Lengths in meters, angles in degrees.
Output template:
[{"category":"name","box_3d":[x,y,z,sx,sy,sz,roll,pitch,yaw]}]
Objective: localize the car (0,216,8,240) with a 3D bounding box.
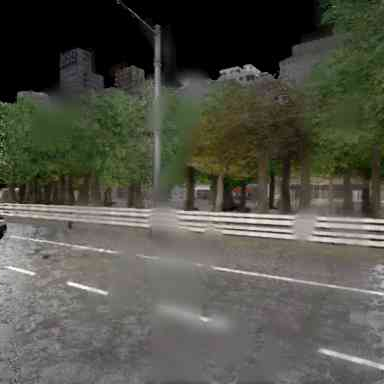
[{"category":"car","box_3d":[-10.621,1.486,15.762,4.902,1.511,2.128,0,0,36]}]
